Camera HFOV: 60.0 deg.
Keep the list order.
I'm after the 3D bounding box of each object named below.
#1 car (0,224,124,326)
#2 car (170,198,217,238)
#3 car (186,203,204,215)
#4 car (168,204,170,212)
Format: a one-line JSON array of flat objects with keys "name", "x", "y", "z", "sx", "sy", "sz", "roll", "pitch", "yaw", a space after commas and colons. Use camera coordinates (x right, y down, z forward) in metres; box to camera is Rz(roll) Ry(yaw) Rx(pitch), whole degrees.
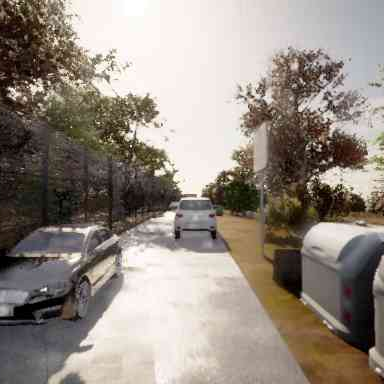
[{"name": "car", "x": -2.821, "y": 1.517, "z": 7.402, "sx": 2.128, "sy": 1.511, "sz": 4.902, "roll": 0, "pitch": 0, "yaw": 0}, {"name": "car", "x": 0.187, "y": 1.335, "z": 18.680, "sx": 2.150, "sy": 2.045, "sz": 5.566, "roll": 0, "pitch": -1, "yaw": 0}, {"name": "car", "x": 0.366, "y": 2.037, "z": 41.265, "sx": 2.033, "sy": 1.411, "sz": 5.357, "roll": 0, "pitch": -1, "yaw": 0}, {"name": "car", "x": -2.476, "y": 2.229, "z": 50.021, "sx": 1.812, "sy": 1.442, "sz": 4.674, "roll": 0, "pitch": -2, "yaw": 1}]
